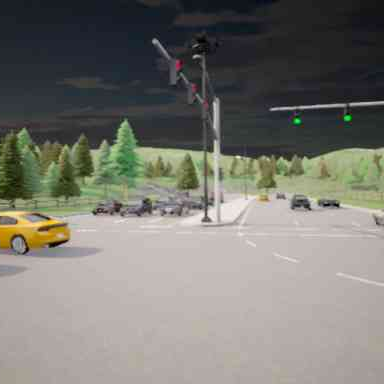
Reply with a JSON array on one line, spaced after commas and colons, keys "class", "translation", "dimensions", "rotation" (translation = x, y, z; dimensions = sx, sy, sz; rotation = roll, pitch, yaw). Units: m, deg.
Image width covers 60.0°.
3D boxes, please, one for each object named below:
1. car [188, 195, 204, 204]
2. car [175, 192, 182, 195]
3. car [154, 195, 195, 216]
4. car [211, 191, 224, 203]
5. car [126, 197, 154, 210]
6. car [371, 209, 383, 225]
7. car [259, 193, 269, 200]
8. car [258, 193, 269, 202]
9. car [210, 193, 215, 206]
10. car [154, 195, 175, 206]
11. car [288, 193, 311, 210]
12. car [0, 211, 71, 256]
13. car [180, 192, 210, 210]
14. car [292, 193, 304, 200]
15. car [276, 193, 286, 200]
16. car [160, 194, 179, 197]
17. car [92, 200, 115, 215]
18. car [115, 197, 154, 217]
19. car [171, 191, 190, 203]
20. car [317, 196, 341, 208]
[{"class": "car", "translation": [0.707, 1.261, 58.088], "dimensions": [1.994, 1.385, 4.181], "rotation": [-1, 0, 12]}, {"class": "car", "translation": [-1.309, 1.129, 48.280], "dimensions": [2.097, 1.767, 4.553], "rotation": [-1, 0, 12]}, {"class": "car", "translation": [-1.480, 1.361, 30.336], "dimensions": [2.128, 1.511, 4.902], "rotation": [-1, 0, 12]}, {"class": "car", "translation": [4.222, 0.866, 57.829], "dimensions": [2.150, 2.045, 5.566], "rotation": [-1, 0, 12]}, {"class": "car", "translation": [-6.313, 1.394, 41.290], "dimensions": [1.837, 1.490, 4.892], "rotation": [-1, 0, 12]}, {"class": "car", "translation": [11.538, 1.332, 18.333], "dimensions": [1.895, 1.301, 4.718], "rotation": [-1, 0, 12]}, {"class": "car", "translation": [15.457, 0.957, 71.522], "dimensions": [1.994, 1.385, 4.181], "rotation": [-1, 0, 13]}, {"class": "car", "translation": [13.170, 0.967, 61.446], "dimensions": [1.882, 1.535, 5.008], "rotation": [-1, 0, 12]}, {"class": "car", "translation": [2.117, 1.292, 47.553], "dimensions": [1.994, 1.385, 4.181], "rotation": [-1, 0, 12]}, {"class": "car", "translation": [-4.227, 1.283, 51.466], "dimensions": [1.882, 1.535, 5.008], "rotation": [-1, 0, 12]}, {"class": "car", "translation": [11.525, 1.149, 35.699], "dimensions": [1.837, 1.490, 4.892], "rotation": [-1, 0, 12]}, {"class": "car", "translation": [-7.241, 1.521, 13.231], "dimensions": [5.008, 1.535, 1.882], "rotation": [-1, 0, 19]}, {"class": "car", "translation": [0.405, 1.148, 39.218], "dimensions": [2.097, 1.767, 4.553], "rotation": [-1, 0, 12]}, {"class": "car", "translation": [22.343, 0.901, 70.232], "dimensions": [1.895, 1.301, 4.718], "rotation": [-1, 0, 13]}, {"class": "car", "translation": [18.886, 0.880, 70.818], "dimensions": [2.128, 1.511, 4.902], "rotation": [-1, 0, 13]}, {"class": "car", "translation": [-3.113, 1.375, 39.473], "dimensions": [1.812, 1.442, 4.674], "rotation": [-1, 0, 12]}, {"class": "car", "translation": [-8.106, 1.522, 32.806], "dimensions": [1.994, 1.385, 4.181], "rotation": [-1, 0, 12]}, {"class": "car", "translation": [-5.022, 1.448, 30.713], "dimensions": [1.812, 1.442, 4.674], "rotation": [-1, 0, 12]}, {"class": "car", "translation": [-2.100, 0.943, 61.788], "dimensions": [2.150, 2.045, 5.566], "rotation": [-1, 0, 12]}, {"class": "car", "translation": [15.654, 1.168, 38.396], "dimensions": [1.895, 1.301, 4.718], "rotation": [-1, 0, 12]}]
